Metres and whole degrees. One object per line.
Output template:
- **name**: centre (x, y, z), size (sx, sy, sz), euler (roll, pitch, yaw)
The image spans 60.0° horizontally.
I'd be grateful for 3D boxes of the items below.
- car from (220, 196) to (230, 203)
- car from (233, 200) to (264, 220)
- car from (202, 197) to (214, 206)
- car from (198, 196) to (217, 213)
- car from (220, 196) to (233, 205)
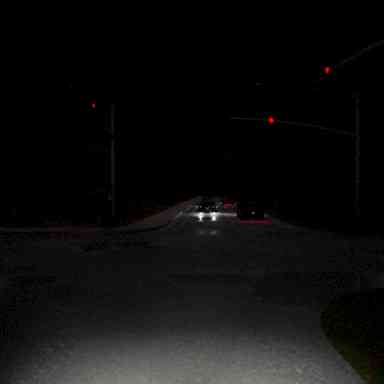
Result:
- **car**: centre (6.900, 1.521, 69.141), size (1.837, 1.490, 4.892), euler (0, 0, 3)
- **car**: centre (4.868, 1.464, 28.159), size (1.882, 1.535, 5.008), euler (0, 0, 3)
- **car**: centre (2.608, 1.512, 54.679), size (1.837, 1.490, 4.892), euler (0, 0, 3)
- **car**: centre (1.712, 1.518, 37.161), size (1.812, 1.442, 4.674), euler (0, 0, 3)
- **car**: centre (6.407, 1.610, 59.180), size (1.895, 1.301, 4.718), euler (0, 0, 3)
